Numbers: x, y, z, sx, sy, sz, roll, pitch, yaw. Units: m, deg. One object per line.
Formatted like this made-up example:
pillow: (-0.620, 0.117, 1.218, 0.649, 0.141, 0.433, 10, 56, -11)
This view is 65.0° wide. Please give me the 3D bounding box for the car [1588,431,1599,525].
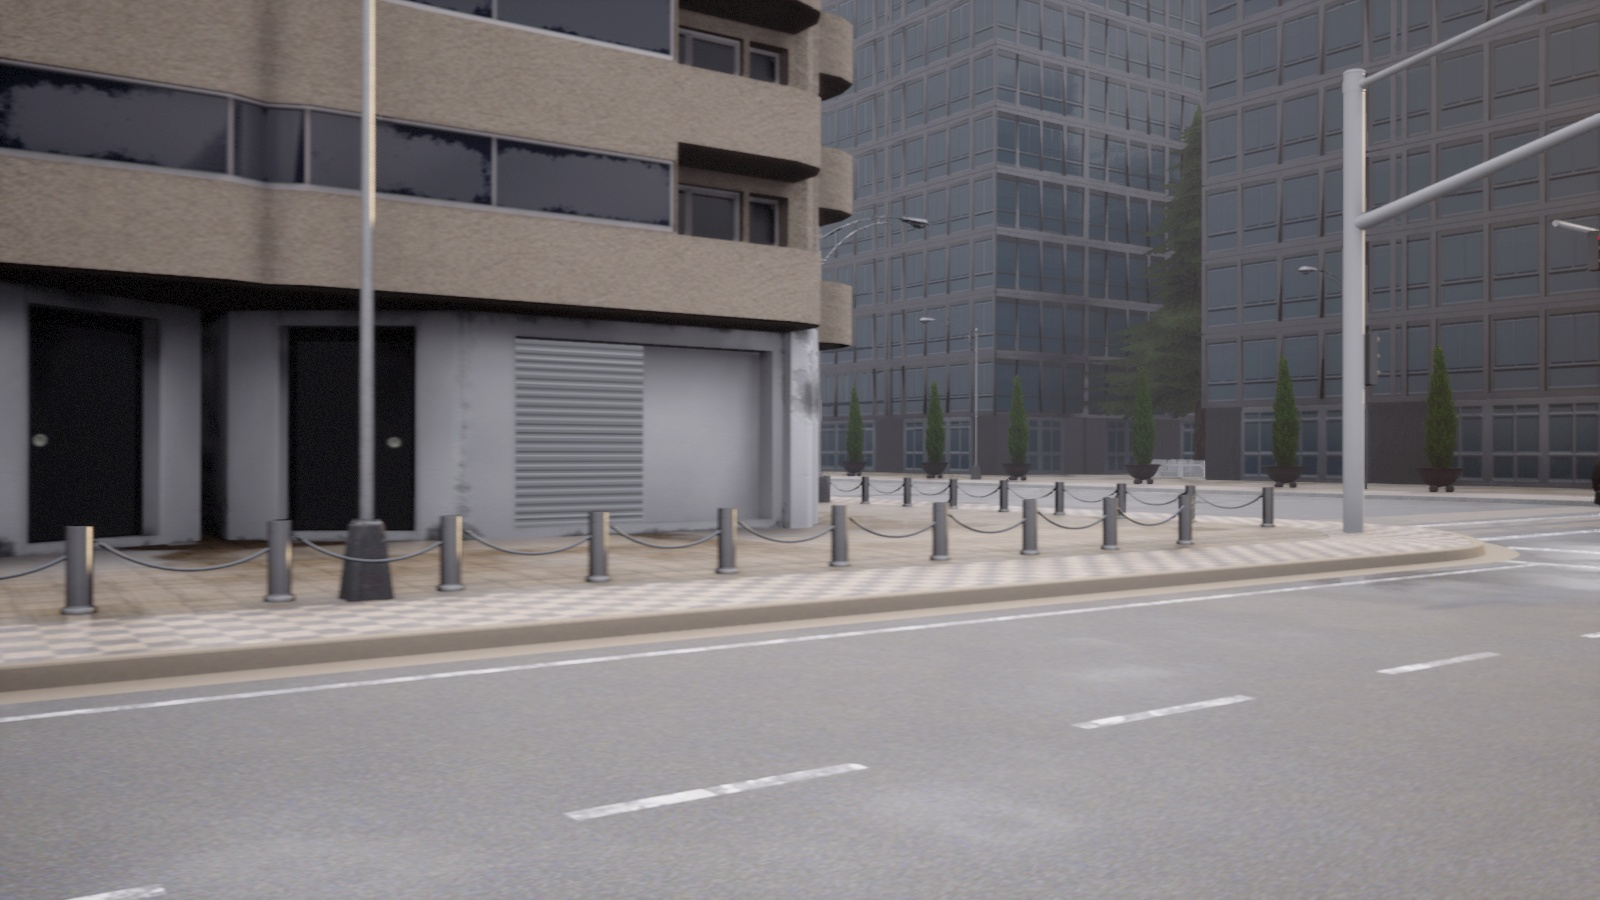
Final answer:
car: (17.824, 0.549, 23.695, 1.932, 1.855, 4.605, 0, 0, -36)
